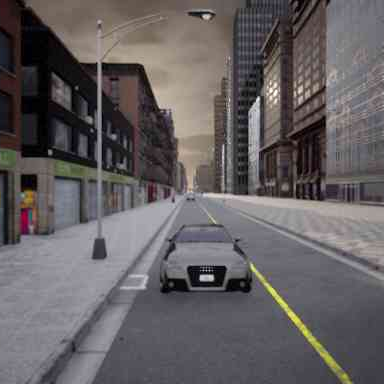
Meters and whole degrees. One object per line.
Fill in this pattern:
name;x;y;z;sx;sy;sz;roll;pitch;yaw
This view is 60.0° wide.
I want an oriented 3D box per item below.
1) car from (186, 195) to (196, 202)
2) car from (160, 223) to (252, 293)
car;-0.217;1.282;69.816;1.882;1.535;5.008;0;0;0
car;0.289;1.537;8.661;1.994;1.385;4.181;0;0;0
